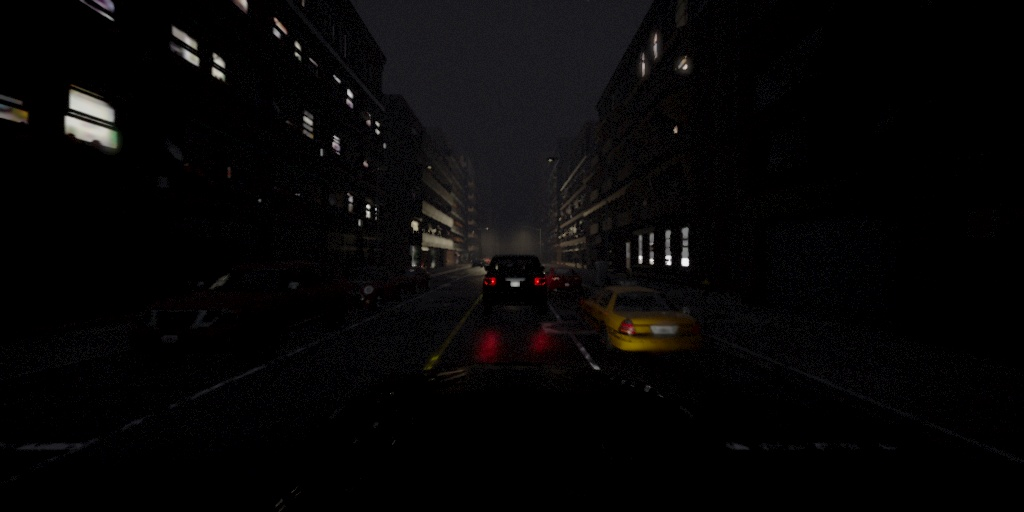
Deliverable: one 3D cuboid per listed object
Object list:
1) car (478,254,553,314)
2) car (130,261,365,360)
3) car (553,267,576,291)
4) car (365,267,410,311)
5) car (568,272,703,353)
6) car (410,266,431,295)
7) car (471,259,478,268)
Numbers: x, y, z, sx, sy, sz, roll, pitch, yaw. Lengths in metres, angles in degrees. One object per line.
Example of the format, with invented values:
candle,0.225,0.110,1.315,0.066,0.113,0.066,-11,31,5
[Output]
car,0.100,0.958,13.787,2.150,2.045,5.566,0,0,0
car,-5.692,1.057,8.481,2.192,1.841,5.009,0,0,0
car,2.687,1.275,19.750,1.888,1.381,4.507,0,0,0
car,-5.693,1.176,14.116,1.967,1.591,4.097,0,0,0
car,2.688,1.268,8.647,1.751,1.417,4.829,0,0,0
car,-5.693,1.275,19.754,1.888,1.381,4.507,0,0,0
car,-5.697,1.232,59.206,2.007,1.370,4.403,0,0,0
